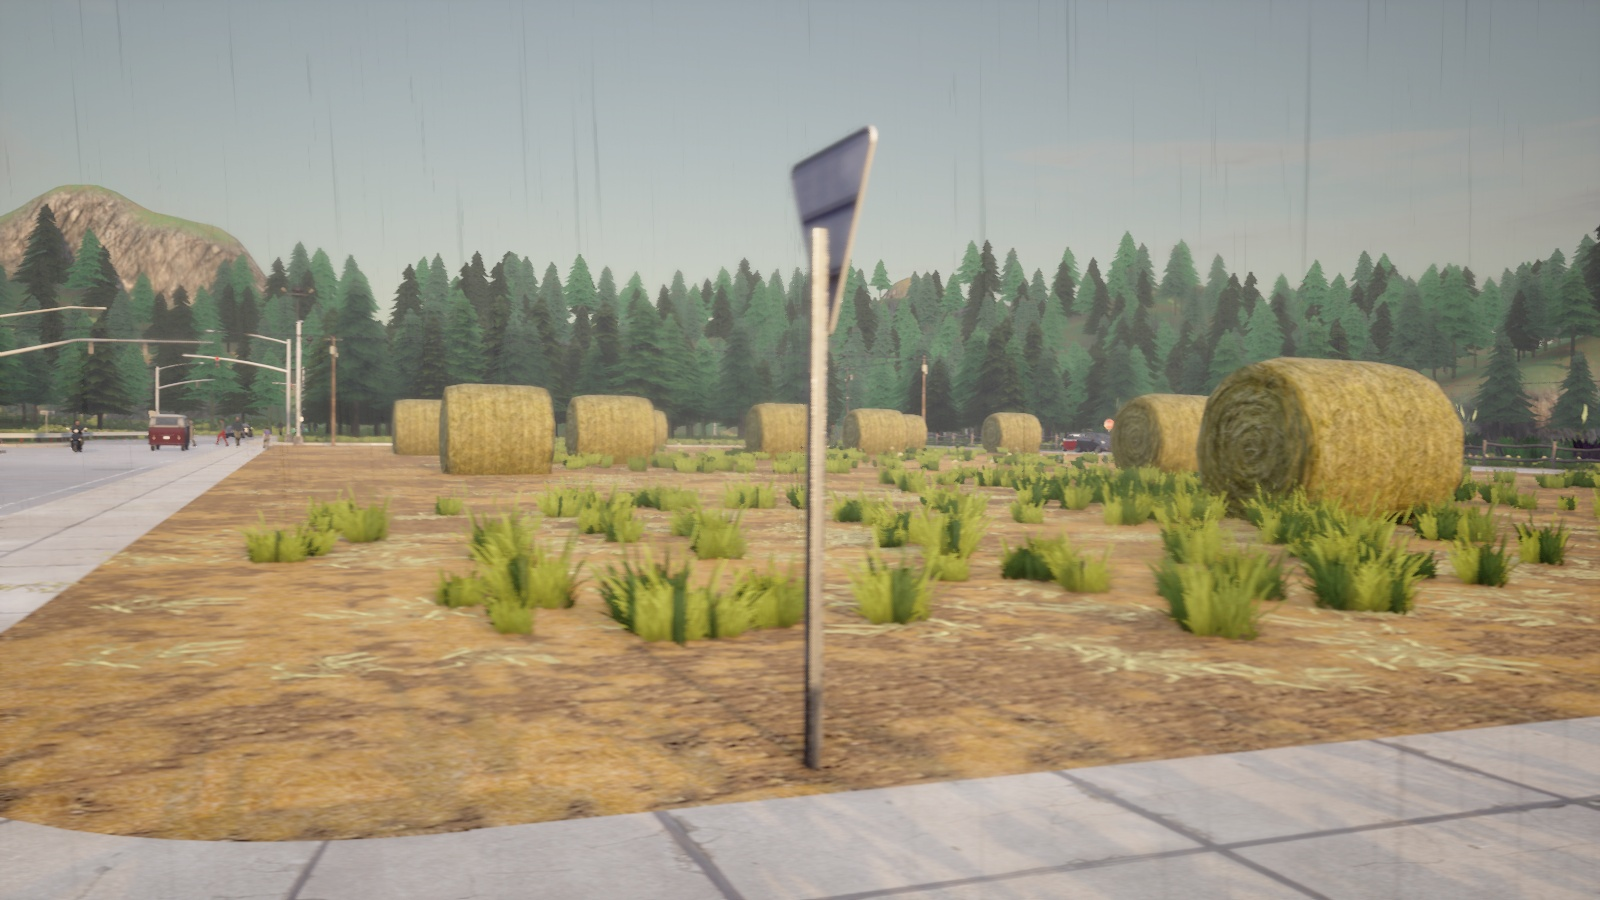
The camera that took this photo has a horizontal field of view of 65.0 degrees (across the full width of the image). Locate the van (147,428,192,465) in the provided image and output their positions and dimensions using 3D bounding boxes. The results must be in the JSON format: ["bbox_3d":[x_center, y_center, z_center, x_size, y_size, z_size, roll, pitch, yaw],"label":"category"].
[{"bbox_3d":[-34.374,-0.221,68.574,1.775,1.987,4.442,-1,1,-22],"label":"van"}]

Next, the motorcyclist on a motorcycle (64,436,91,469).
[{"bbox_3d":[-35.267,0.112,61.347,0.866,1.590,1.817,-1,1,-22],"label":"motorcyclist on a motorcycle"}]

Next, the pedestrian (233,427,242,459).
[{"bbox_3d":[-33.535,-0.421,74.885,0.402,1.842,0.726,-1,1,-28],"label":"pedestrian"}]

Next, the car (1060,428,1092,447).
[{"bbox_3d":[20.781,-0.966,94.590,1.481,1.376,2.207,-1,1,-18],"label":"car"}]

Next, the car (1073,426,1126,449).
[{"bbox_3d":[20.233,-0.842,84.868,1.845,1.501,3.633,-1,1,-18],"label":"car"}]
